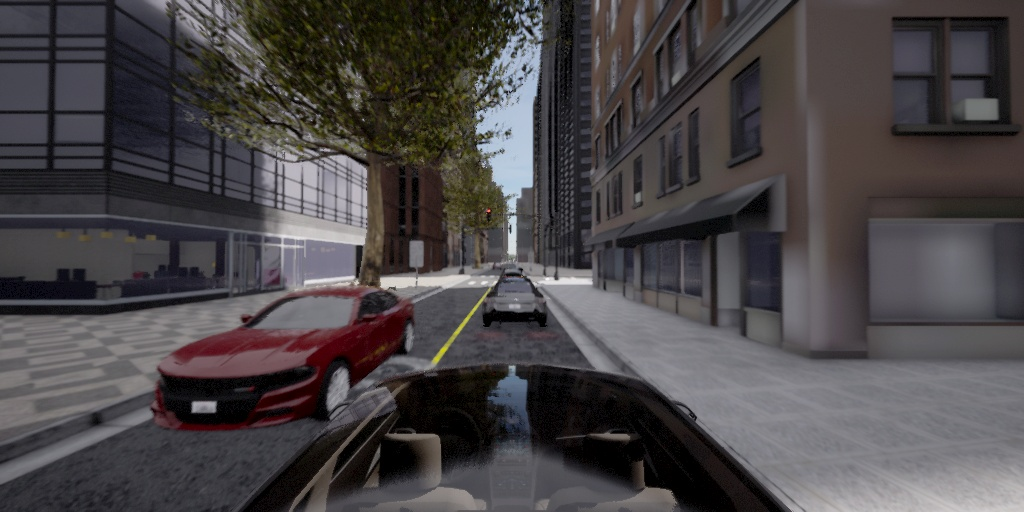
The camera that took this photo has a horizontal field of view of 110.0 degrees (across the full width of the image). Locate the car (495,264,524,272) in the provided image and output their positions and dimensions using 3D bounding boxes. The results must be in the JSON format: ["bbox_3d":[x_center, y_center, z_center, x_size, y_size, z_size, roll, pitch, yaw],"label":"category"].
[{"bbox_3d":[0.096,1.487,23.893,1.837,1.490,4.892,0,-1,1],"label":"car"}]

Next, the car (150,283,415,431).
[{"bbox_3d":[-3.098,1.274,6.110,1.882,1.535,5.008,0,-1,0],"label":"car"}]

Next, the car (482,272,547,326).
[{"bbox_3d":[0.087,1.425,12.205,1.994,1.385,4.181,0,-1,0],"label":"car"}]
